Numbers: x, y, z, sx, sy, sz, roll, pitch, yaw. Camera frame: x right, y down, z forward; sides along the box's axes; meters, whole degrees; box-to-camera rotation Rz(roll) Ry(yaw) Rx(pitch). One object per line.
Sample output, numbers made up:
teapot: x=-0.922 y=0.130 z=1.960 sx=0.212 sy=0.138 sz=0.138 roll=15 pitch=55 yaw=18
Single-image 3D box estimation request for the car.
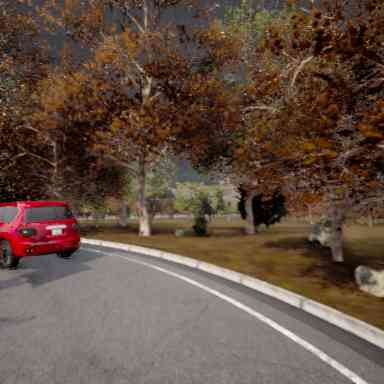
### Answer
car: x=-6.291 y=1.353 z=12.008 sx=5.566 sy=2.045 sz=2.150 roll=0 pitch=0 yaw=39
